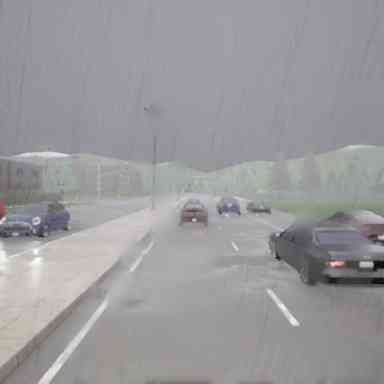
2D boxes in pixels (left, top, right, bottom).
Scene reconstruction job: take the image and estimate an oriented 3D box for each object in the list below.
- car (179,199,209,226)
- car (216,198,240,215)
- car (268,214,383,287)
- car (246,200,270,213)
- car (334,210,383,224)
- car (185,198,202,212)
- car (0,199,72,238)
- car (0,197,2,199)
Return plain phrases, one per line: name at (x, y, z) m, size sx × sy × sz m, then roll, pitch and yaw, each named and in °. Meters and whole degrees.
car at (0.139, 1.502, 23.092) m, size 1.837 × 1.490 × 4.892 m, roll 0°, pitch 0°, yaw 0°
car at (3.657, 1.350, 34.293) m, size 2.097 × 1.767 × 4.553 m, roll 0°, pitch 0°, yaw 0°
car at (3.614, 1.548, 9.397) m, size 2.033 × 1.411 × 5.357 m, roll 0°, pitch 0°, yaw 0°
car at (7.161, 1.563, 36.156) m, size 1.994 × 1.385 × 4.181 m, roll 0°, pitch 0°, yaw 0°
car at (7.139, 1.527, 14.772) m, size 1.812 × 1.442 × 4.674 m, roll 0°, pitch 0°, yaw 0°
car at (0.169, 1.544, 40.632) m, size 2.033 × 1.411 × 5.357 m, roll 0°, pitch 0°, yaw 0°
car at (-8.053, 1.347, 17.444) m, size 2.097 × 1.767 × 4.553 m, roll 0°, pitch 0°, yaw 0°
car at (-11.561, 1.214, 16.658) m, size 2.150 × 2.045 × 5.566 m, roll 0°, pitch 0°, yaw 0°
